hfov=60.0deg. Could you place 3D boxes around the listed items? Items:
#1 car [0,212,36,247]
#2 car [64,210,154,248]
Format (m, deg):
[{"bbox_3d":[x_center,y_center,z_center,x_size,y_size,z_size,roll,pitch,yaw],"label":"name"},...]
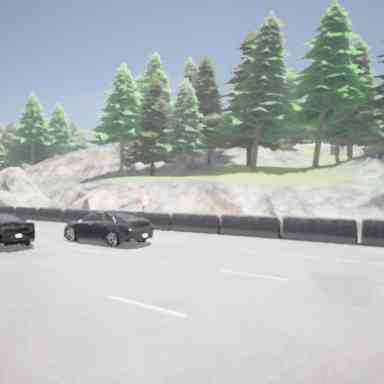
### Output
[{"bbox_3d":[-8.896,1.614,14.643,5.008,1.535,1.882,-1,0,36],"label":"car"},{"bbox_3d":[-3.945,1.609,15.408,4.892,1.490,1.837,-1,0,36],"label":"car"}]
